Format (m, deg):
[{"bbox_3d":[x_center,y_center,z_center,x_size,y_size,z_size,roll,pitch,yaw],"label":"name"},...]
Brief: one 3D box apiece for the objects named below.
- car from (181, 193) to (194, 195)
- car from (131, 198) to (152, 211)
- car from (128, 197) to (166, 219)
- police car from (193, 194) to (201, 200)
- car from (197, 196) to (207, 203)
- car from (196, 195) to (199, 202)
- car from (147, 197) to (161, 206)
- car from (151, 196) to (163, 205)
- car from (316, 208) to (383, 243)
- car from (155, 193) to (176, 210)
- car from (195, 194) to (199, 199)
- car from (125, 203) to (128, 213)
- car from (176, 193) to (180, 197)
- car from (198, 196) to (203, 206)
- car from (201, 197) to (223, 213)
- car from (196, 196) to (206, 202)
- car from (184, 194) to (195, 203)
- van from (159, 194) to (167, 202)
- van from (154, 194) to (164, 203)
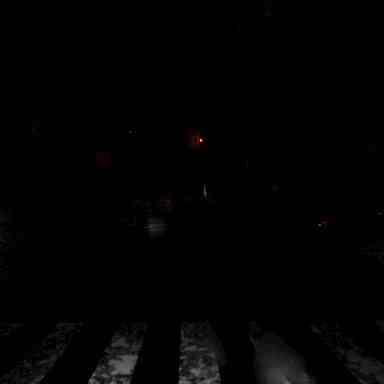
[{"bbox_3d":[-0.891,1.509,75.527,2.128,1.511,4.902,0,0,-1],"label":"car"},{"bbox_3d":[-6.191,1.535,41.214,2.008,1.369,4.403,0,0,-1],"label":"car"},{"bbox_3d":[-3.755,1.465,28.764,1.882,1.535,5.008,0,0,4],"label":"car"},{"bbox_3d":[1.267,1.415,90.513,1.930,1.638,5.238,0,0,-1],"label":"police car"},{"bbox_3d":[1.969,1.509,67.996,1.752,1.417,4.829,0,0,-1],"label":"car"},{"bbox_3d":[2.179,1.534,52.667,2.008,1.369,4.403,0,0,-1],"label":"car"},{"bbox_3d":[-6.390,1.549,55.784,1.947,1.339,4.313,0,0,-1],"label":"car"},{"bbox_3d":[-6.462,1.508,61.027,1.752,1.417,4.829,0,0,-1],"label":"car"},{"bbox_3d":[7.649,1.393,14.490,4.181,1.385,1.994,-1,0,9],"label":"car"},{"bbox_3d":[-3.532,1.336,41.784,2.097,1.767,4.553,0,0,-1],"label":"car"},{"bbox_3d":[2.043,1.534,62.538,2.008,1.369,4.403,0,0,-1],"label":"car"},{"bbox_3d":[-6.123,1.536,36.222,2.008,1.369,4.403,0,0,-1],"label":"car"},{"bbox_3d":[-3.745,1.476,58.758,2.128,1.511,4.902,0,0,-1],"label":"car"},{"bbox_3d":[2.253,1.528,47.223,1.887,1.381,4.507,0,0,-1],"label":"car"},{"bbox_3d":[2.402,1.536,36.335,2.008,1.369,4.403,0,0,-1],"label":"car"},{"bbox_3d":[1.899,1.550,73.116,1.947,1.339,4.313,0,0,-1],"label":"car"},{"bbox_3d":[-0.660,1.584,65.599,1.895,1.301,4.718,0,0,-1],"label":"car"},{"bbox_3d":[-6.687,1.327,77.435,1.690,1.788,3.998,0,0,-1],"label":"van"},{"bbox_3d":[-6.538,1.325,66.609,1.690,1.788,3.998,0,0,-1],"label":"van"}]
